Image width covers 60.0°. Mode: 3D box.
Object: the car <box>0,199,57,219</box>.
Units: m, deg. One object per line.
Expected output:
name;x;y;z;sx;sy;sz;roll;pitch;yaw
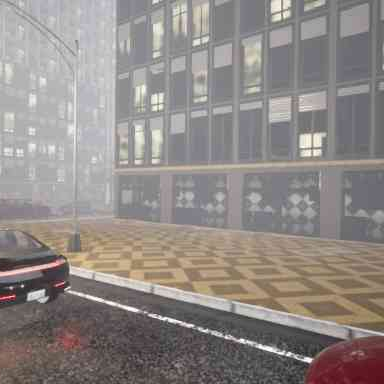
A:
car;-15.532;1.518;30.448;2.192;1.841;5.009;1;0;36

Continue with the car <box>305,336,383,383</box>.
car;2.937;1.526;1.602;4.674;1.442;1.812;0;0;35

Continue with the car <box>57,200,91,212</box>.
car;-14.732;1.716;41.301;1.812;1.442;4.674;1;0;36

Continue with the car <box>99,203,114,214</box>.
car;-8.751;1.828;39.672;1.752;1.417;4.829;1;0;36

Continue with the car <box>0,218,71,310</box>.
car;-4.550;1.488;6.902;4.902;1.511;2.128;0;0;35

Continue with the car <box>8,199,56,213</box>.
car;-19.046;1.641;39.817;1.752;1.417;4.829;1;0;36
